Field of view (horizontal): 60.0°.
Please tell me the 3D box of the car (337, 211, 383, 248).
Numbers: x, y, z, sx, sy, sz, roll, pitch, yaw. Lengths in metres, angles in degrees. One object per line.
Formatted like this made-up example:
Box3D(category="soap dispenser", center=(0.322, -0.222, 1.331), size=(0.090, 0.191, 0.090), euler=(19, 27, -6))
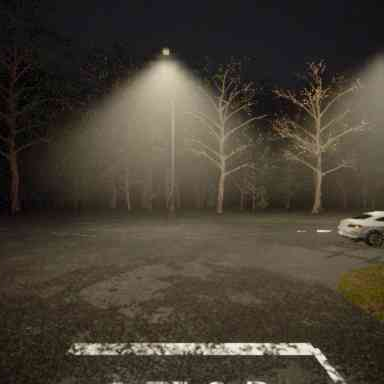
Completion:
Box3D(category="car", center=(8.766, 1.570, 14.419), size=(4.674, 1.442, 1.812), euler=(0, 0, 0))
